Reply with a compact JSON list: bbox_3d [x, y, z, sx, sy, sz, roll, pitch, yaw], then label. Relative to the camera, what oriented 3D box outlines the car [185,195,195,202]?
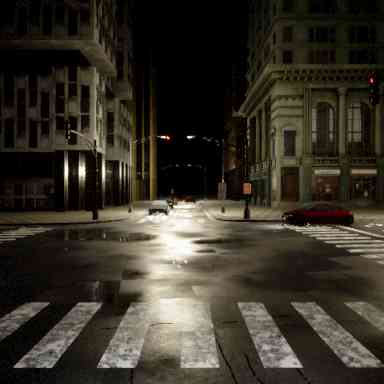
[{"bbox_3d":[-0.423,1.453,73.678,1.994,1.385,4.181,0,0,0],"label":"car"}]

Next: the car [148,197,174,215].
[{"bbox_3d":[-3.214,1.528,33.590,2.033,1.411,5.357,0,0,0],"label":"car"}]

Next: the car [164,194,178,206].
[{"bbox_3d":[-3.361,1.299,53.799,2.097,1.767,4.553,0,0,0],"label":"car"}]

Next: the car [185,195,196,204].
[{"bbox_3d":[-0.256,1.451,63.866,1.812,1.442,4.674,0,0,0],"label":"car"}]

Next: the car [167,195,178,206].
[{"bbox_3d":[-3.291,1.458,43.506,2.128,1.511,4.902,0,0,0],"label":"car"}]

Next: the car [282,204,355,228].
[{"bbox_3d":[7.722,1.415,20.547,4.181,1.385,1.994,-1,0,0],"label":"car"}]
